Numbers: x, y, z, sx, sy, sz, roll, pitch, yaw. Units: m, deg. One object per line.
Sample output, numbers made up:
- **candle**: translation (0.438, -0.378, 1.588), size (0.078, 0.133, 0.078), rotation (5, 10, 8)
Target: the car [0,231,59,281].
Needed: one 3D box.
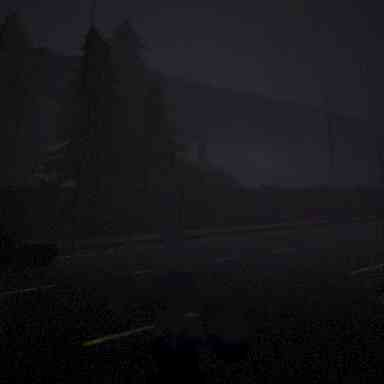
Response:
- **car**: translation (-6.010, 1.601, 8.301), size (4.718, 1.301, 1.895), rotation (0, 0, -35)
